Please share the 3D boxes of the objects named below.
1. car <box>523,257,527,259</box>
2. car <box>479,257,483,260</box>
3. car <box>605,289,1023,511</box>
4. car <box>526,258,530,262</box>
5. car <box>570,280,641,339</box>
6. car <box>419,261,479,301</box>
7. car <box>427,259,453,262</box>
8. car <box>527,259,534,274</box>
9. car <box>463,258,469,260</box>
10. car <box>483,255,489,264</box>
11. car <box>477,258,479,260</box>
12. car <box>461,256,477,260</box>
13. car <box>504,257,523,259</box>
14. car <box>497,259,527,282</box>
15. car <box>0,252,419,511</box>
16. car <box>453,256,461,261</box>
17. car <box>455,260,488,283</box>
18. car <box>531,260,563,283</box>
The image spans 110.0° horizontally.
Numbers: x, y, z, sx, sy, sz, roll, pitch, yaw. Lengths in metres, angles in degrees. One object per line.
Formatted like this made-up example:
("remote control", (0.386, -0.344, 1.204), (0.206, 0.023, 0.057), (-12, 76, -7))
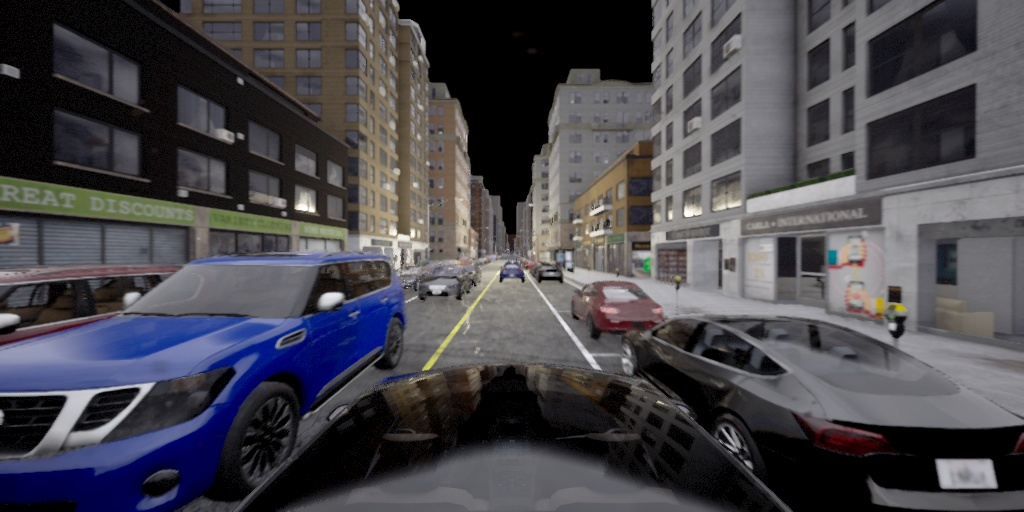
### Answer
("car", (2.659, 1.148, 48.387), (1.802, 1.307, 4.207), (0, 0, 0))
("car", (-5.868, 1.110, 53.890), (1.948, 1.339, 4.313), (0, 0, 0))
("car", (2.667, 1.306, 4.186), (1.948, 1.339, 4.313), (0, 0, 0))
("car", (2.661, 1.155, 37.337), (1.888, 1.381, 4.507), (0, 0, 0))
("car", (2.666, 1.301, 9.711), (1.802, 1.307, 4.207), (0, 0, 0))
("car", (-3.013, 1.183, 16.901), (2.128, 1.511, 4.902), (0, 0, 0))
("car", (-5.863, 1.093, 26.273), (1.967, 1.591, 4.097), (0, 0, 0))
("car", (2.662, 1.197, 31.812), (1.948, 1.339, 4.313), (0, 0, 0))
("car", (-5.865, 1.135, 37.150), (1.751, 1.417, 4.829), (0, 0, 0))
("car", (-5.870, 1.050, 64.937), (2.007, 1.370, 4.403), (0, 0, 0))
("car", (-5.867, 1.092, 48.197), (1.751, 1.417, 4.829), (0, 0, 0))
("car", (-5.866, 0.903, 42.843), (2.192, 1.841, 5.009), (0, 0, 0))
("car", (0.075, 1.135, 47.275), (1.994, 1.385, 4.181), (0, 0, 0))
("car", (0.014, 1.175, 27.329), (1.812, 1.442, 4.674), (0, 0, 0))
("car", (-3.096, 0.958, 4.789), (2.150, 2.045, 5.566), (0, 0, 0))
("car", (-5.864, 1.071, 31.796), (1.967, 1.591, 4.097), (0, 0, 0))
("car", (-3.052, 1.209, 24.087), (2.033, 1.411, 5.357), (0, 0, 1))
("car", (2.663, 1.219, 26.287), (1.948, 1.339, 4.313), (0, 0, 0))
